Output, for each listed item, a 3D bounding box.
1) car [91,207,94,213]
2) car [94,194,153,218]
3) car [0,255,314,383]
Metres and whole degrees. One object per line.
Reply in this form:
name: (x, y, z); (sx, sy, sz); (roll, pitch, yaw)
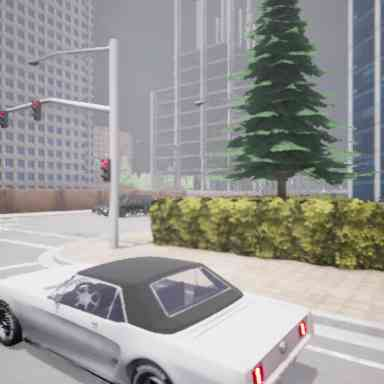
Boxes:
car: (-7.702, 1.567, 34.196); (2.033, 1.411, 5.357); (0, 0, 35)
car: (-5.868, 1.245, 30.732); (2.150, 2.045, 5.566); (0, 0, 36)
car: (-0.955, 1.596, 4.653); (4.718, 1.301, 1.895); (0, 0, 36)
